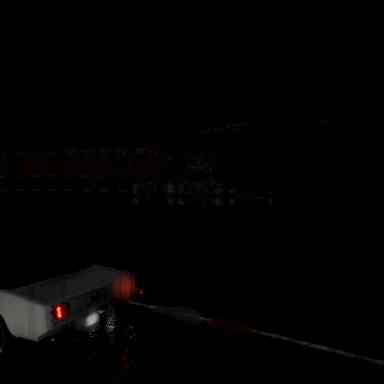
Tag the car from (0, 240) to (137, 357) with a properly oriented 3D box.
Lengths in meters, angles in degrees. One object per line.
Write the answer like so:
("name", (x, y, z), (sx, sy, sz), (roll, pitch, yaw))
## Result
("car", (-3.393, 1.535, 5.846), (4.718, 1.301, 1.895), (0, 1, 28))
